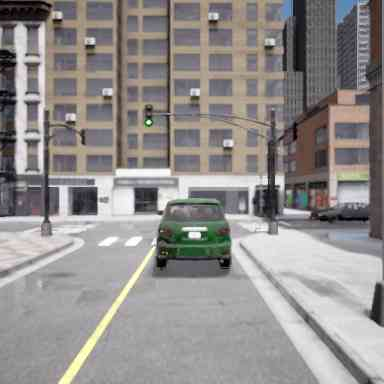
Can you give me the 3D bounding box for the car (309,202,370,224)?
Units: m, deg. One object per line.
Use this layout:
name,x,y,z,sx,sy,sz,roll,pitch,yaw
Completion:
car,11.036,1.424,23.095,5.357,1.411,2.033,-1,0,-1

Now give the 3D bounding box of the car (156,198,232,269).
car,-0.003,1.212,11.323,2.150,2.045,5.566,0,0,-2
